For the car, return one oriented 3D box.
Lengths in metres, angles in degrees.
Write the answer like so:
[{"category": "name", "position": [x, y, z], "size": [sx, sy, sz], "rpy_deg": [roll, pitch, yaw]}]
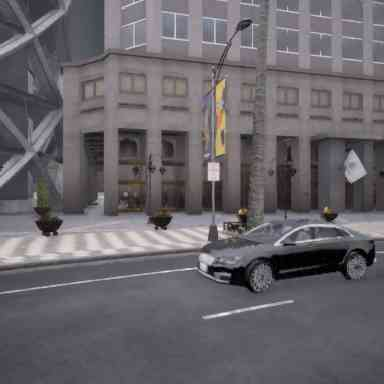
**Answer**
[{"category": "car", "position": [2.539, 1.491, 8.723], "size": [4.902, 1.511, 2.128], "rpy_deg": [0, 0, -22]}]
